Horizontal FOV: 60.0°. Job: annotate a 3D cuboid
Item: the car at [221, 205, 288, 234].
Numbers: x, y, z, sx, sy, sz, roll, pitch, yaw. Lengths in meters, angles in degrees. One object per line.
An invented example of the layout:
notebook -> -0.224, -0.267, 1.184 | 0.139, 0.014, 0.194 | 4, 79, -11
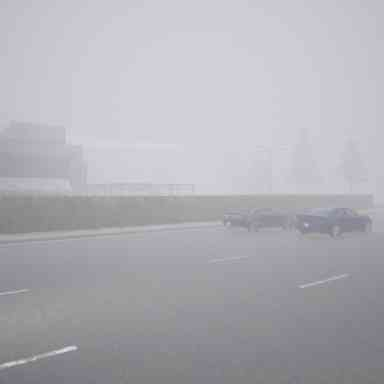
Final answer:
car -> 3.961, 1.491, 19.457 | 4.902, 1.511, 2.128 | 0, 0, -35

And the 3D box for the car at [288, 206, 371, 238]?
car -> 7.621, 1.477, 17.769 | 5.008, 1.535, 1.882 | 0, 0, -35
